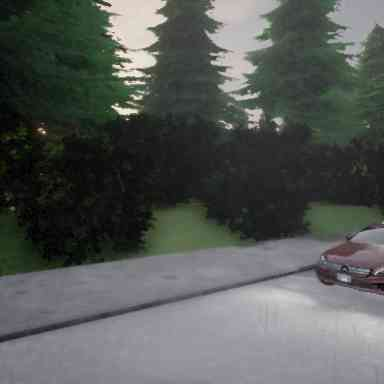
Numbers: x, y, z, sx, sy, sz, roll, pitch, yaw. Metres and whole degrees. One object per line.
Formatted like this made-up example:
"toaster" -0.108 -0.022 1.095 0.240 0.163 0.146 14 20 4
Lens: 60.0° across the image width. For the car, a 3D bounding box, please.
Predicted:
"car" 5.017 1.492 8.182 4.674 1.442 1.812 0 0 -36
